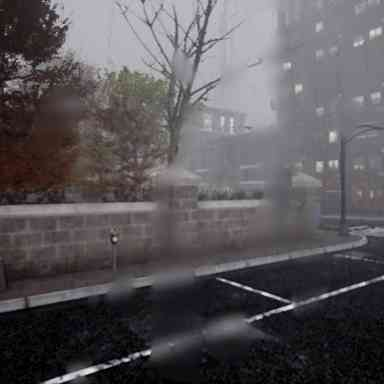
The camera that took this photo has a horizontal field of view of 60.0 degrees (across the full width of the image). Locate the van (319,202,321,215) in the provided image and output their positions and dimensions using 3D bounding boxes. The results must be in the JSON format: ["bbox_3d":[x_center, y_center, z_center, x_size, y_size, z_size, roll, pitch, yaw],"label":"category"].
[{"bbox_3d":[10.659,1.626,32.794,1.690,1.788,3.998,-1,0,-36],"label":"van"}]
